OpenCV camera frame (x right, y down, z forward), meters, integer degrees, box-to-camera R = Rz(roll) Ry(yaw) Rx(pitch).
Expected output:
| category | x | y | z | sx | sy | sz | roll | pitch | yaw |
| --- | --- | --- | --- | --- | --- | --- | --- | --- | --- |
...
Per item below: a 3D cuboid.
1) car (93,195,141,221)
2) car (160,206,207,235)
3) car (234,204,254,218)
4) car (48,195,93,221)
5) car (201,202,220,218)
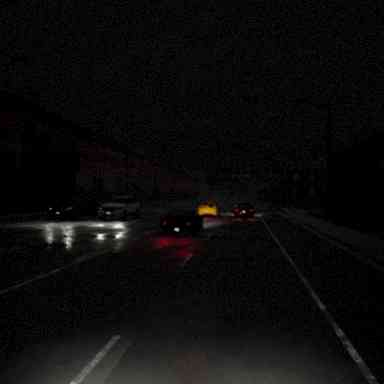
| category | x | y | z | sx | sy | sz | roll | pitch | yaw |
| --- | --- | --- | --- | --- | --- | --- | --- | --- | --- |
| car | -6.235 | 1.336 | 29.254 | 2.150 | 2.045 | 5.566 | 1 | 0 | 9 |
| car | -0.461 | 1.733 | 19.938 | 1.895 | 1.301 | 4.718 | 1 | 0 | 9 |
| car | 5.280 | 1.873 | 33.653 | 1.994 | 1.385 | 4.181 | 1 | 0 | 10 |
| car | -9.922 | 1.279 | 28.391 | 2.150 | 2.045 | 5.566 | 1 | 0 | 9 |
| car | 1.838 | 1.742 | 34.235 | 1.882 | 1.535 | 5.008 | 1 | -1 | 9 |
